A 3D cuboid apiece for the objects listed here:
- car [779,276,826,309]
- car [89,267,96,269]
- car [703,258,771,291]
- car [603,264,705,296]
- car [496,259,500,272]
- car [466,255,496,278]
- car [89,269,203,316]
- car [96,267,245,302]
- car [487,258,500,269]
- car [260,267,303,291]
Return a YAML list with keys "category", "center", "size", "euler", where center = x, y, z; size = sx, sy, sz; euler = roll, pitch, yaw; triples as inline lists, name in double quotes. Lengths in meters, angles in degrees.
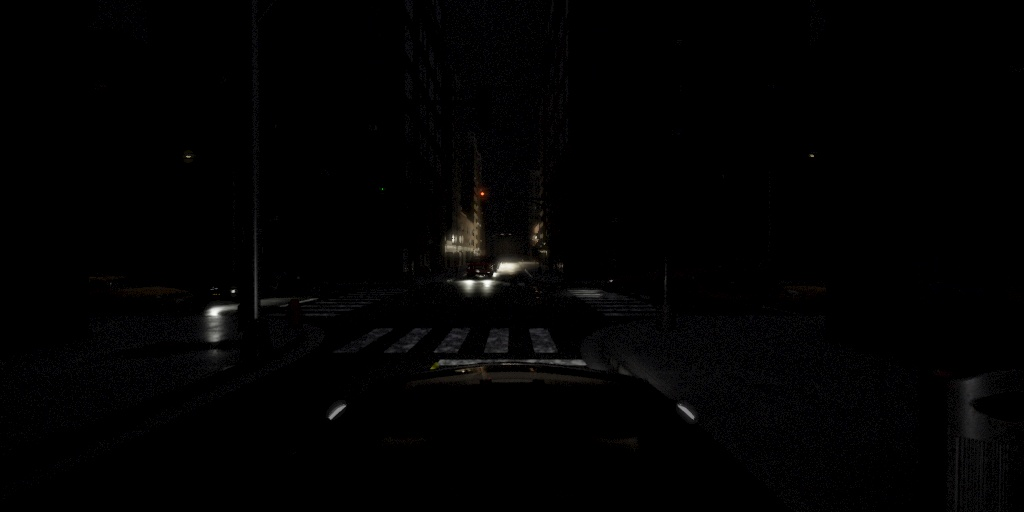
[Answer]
- category: "car"
  center: [12.481, 1.280, 12.949]
  size: [4.829, 1.417, 1.751]
  euler: [0, 0, 0]
- category: "car"
  center: [-25.392, 1.314, 20.956]
  size: [4.313, 1.339, 1.948]
  euler: [0, 0, 0]
- category: "car"
  center: [12.316, 1.032, 20.974]
  size: [5.009, 1.841, 2.192]
  euler: [0, 0, 0]
- category: "car"
  center: [7.182, 1.258, 18.864]
  size: [4.674, 1.442, 1.812]
  euler: [0, 0, 7]
- category: "car"
  center: [-2.926, 0.952, 45.295]
  size: [2.150, 2.045, 5.566]
  euler: [0, 0, 0]
- category: "car"
  center: [-2.907, 0.963, 33.542]
  size: [2.150, 2.045, 5.566]
  euler: [0, 0, 0]
- category: "car"
  center: [-14.402, 1.304, 12.936]
  size: [4.829, 1.417, 1.751]
  euler: [0, 0, 0]
- category: "car"
  center: [-14.408, 1.271, 15.484]
  size: [4.892, 1.490, 1.837]
  euler: [0, 0, 1]
- category: "car"
  center: [-2.928, 1.219, 58.298]
  size: [1.837, 1.490, 4.892]
  euler: [0, 2, 0]
- category: "car"
  center: [-14.567, 1.306, 20.961]
  size: [4.313, 1.339, 1.948]
  euler: [0, 0, 0]
